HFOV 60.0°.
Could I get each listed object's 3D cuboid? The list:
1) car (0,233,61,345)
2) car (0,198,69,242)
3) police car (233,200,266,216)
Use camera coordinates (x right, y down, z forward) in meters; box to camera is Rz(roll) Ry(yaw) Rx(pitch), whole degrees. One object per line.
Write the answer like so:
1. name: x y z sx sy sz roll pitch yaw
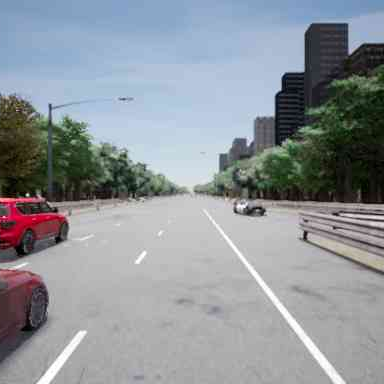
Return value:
1. car: -3.408 1.535 3.882 1.812 1.442 4.674 0 0 0
2. car: -6.919 1.256 13.441 2.150 2.045 5.566 0 0 0
3. police car: 5.868 1.653 34.994 2.038 1.542 4.974 0 0 -14
